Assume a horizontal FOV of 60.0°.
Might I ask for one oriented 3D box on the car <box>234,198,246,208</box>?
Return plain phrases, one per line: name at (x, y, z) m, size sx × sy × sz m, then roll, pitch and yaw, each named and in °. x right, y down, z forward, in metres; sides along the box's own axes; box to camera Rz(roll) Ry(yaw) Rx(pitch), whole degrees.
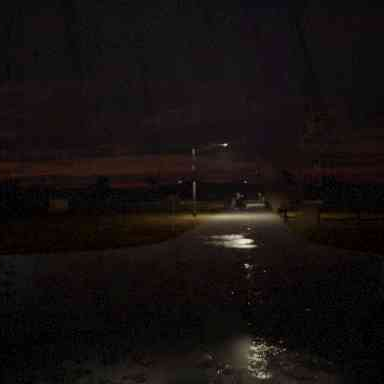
car at (8.903, 1.936, 61.284) m, size 2.097 × 1.767 × 4.553 m, roll -2°, pitch -1°, yaw 10°
